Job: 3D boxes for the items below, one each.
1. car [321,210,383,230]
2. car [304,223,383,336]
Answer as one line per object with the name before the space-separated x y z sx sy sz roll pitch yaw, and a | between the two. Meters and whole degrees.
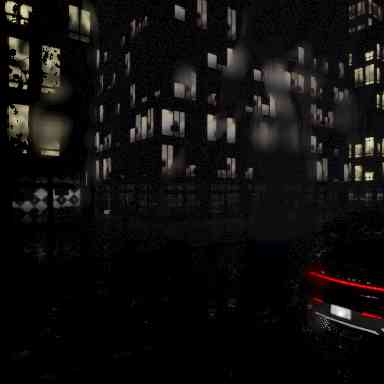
car | 8.140 1.563 16.226 4.313 1.339 1.947 0 0 -36
car | 4.144 1.504 6.269 4.892 1.490 1.837 0 0 -35
